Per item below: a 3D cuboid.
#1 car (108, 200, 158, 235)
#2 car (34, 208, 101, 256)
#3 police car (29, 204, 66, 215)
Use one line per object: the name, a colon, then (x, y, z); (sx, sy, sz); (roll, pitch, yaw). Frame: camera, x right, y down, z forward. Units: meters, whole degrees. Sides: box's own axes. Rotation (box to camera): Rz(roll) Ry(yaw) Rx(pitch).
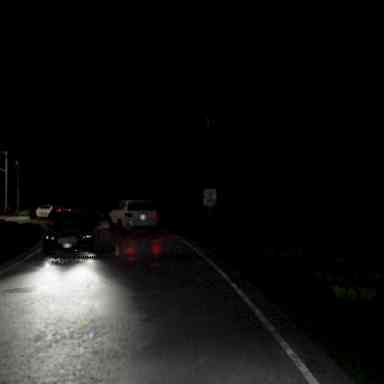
car: (-3.842, 1.490, 21.223); (2.150, 2.045, 5.566); (0, 0, -24)
car: (-4.994, 1.674, 14.231); (2.128, 1.511, 4.902); (0, -1, -13)
police car: (-13.862, 1.921, 32.384); (4.974, 1.542, 2.038); (-1, -1, 33)
